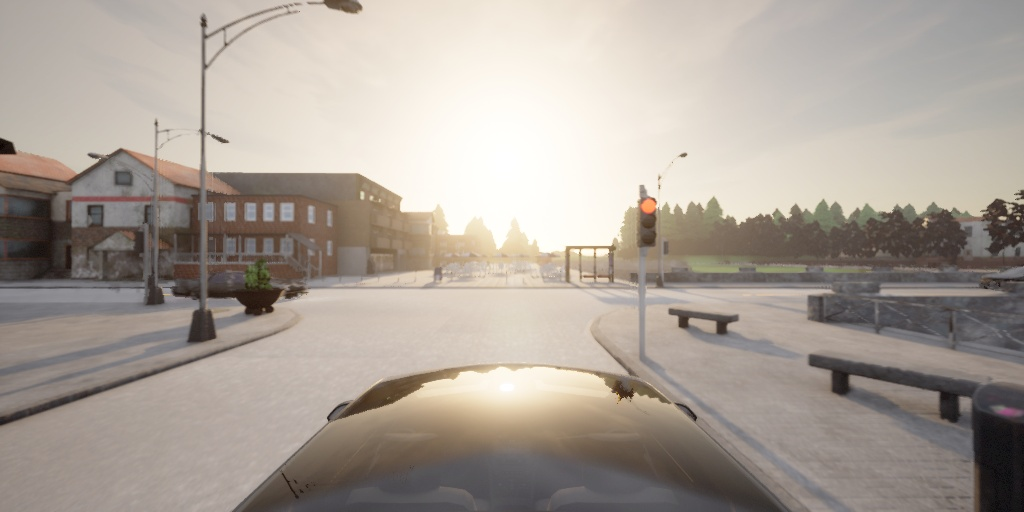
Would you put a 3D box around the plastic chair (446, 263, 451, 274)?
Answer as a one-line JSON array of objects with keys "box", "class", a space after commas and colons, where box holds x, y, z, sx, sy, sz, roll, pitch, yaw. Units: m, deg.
[{"box": [-7.101, 1.429, 42.226, 0.750, 1.272, 0.730, 0, 0, -1], "class": "plastic chair"}]

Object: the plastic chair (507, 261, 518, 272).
[{"box": [0.094, 1.435, 43.702, 0.730, 1.272, 0.750, 0, 0, 0], "class": "plastic chair"}]

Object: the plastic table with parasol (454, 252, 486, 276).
[{"box": [-4.278, 0.805, 36.817, 2.482, 2.480, 2.482, 0, 0, 0], "class": "plastic table with parasol"}]

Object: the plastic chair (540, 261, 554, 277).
[{"box": [3.404, 1.402, 34.806, 0.750, 1.272, 0.730, 0, 0, 0], "class": "plastic chair"}]

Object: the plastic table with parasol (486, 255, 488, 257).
[{"box": [-4.684, 0.885, 58.327, 2.482, 2.480, 2.482, 0, 0, 0], "class": "plastic table with parasol"}]

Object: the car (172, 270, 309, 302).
[{"box": [-12.656, 1.388, 16.871, 5.357, 1.411, 2.033, 0, 0, 0], "class": "car"}]

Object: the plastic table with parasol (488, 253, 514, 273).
[{"box": [-1.257, 0.831, 43.801, 2.482, 2.480, 2.482, 0, 0, 0], "class": "plastic table with parasol"}]

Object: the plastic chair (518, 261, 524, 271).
[{"box": [0.989, 1.459, 50.235, 0.750, 1.272, 0.730, 0, 0, -1], "class": "plastic chair"}]

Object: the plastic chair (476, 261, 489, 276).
[{"box": [-2.998, 1.409, 36.699, 0.730, 1.272, 0.750, 0, 0, 0], "class": "plastic chair"}]

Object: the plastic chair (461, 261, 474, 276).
[{"box": [-4.397, 1.405, 35.597, 0.750, 1.272, 0.730, 0, 0, 0], "class": "plastic chair"}]

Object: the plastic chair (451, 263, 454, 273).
[{"box": [-5.598, 1.410, 36.896, 0.730, 1.272, 0.750, 0, 0, 0], "class": "plastic chair"}]

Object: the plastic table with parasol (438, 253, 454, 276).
[{"box": [-7.176, 0.830, 43.404, 2.482, 2.480, 2.482, 0, 0, 0], "class": "plastic table with parasol"}]

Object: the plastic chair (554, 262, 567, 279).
[{"box": [4.803, 1.406, 35.908, 0.730, 1.272, 0.750, 0, 0, 0], "class": "plastic chair"}]

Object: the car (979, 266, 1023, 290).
[{"box": [30.701, 1.298, 21.042, 5.008, 1.535, 1.882, 0, 0, 0], "class": "car"}]

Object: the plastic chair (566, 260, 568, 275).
[{"box": [6.292, 1.438, 44.610, 0.730, 1.272, 0.750, 0, 0, 0], "class": "plastic chair"}]

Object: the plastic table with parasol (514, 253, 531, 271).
[{"box": [1.104, 0.859, 51.414, 2.482, 2.480, 2.482, 0, 0, 0], "class": "plastic table with parasol"}]

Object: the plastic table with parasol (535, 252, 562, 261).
[{"box": [3.543, 0.802, 36.077, 2.482, 2.480, 2.482, 0, 0, 0], "class": "plastic table with parasol"}]

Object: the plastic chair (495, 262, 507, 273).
[{"box": [-1.305, 1.431, 42.601, 0.750, 1.272, 0.730, 0, 0, 0], "class": "plastic chair"}]

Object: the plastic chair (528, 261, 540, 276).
[{"box": [2.203, 1.407, 36.105, 0.730, 1.272, 0.750, 0, 0, 0], "class": "plastic chair"}]
